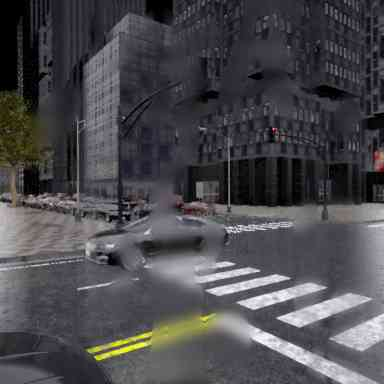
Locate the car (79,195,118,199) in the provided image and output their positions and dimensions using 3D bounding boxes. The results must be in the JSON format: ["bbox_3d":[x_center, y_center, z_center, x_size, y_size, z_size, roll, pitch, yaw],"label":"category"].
[{"bbox_3d":[-10.022,1.389,35.425,2.128,1.511,4.902,0,0,-37],"label":"car"}]

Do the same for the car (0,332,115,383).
[{"bbox_3d":[-2.709,1.505,1.488,4.892,1.490,1.837,0,0,-37],"label":"car"}]

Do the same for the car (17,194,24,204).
[{"bbox_3d":[-26.428,1.418,52.936,1.947,1.339,4.313,0,0,-37],"label":"car"}]

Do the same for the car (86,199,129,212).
[{"bbox_3d":[-6.280,1.511,25.751,1.947,1.339,4.313,0,0,-37],"label":"car"}]

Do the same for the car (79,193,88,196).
[{"bbox_3d":[-16.217,1.363,53.476,1.887,1.381,4.507,0,0,-37],"label":"car"}]

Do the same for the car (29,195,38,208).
[{"bbox_3d":[-19.712,1.459,43.874,1.802,1.307,4.206,0,0,-37],"label":"car"}]

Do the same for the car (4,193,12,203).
[{"bbox_3d":[-33.144,1.377,61.998,1.887,1.381,4.507,0,0,-37],"label":"car"}]

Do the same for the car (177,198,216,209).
[{"bbox_3d":[0.570,1.481,30.825,1.802,1.307,4.206,0,0,-37],"label":"car"}]

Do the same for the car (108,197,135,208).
[{"bbox_3d":[-9.502,1.411,44.415,1.947,1.339,4.313,0,0,-37],"label":"car"}]

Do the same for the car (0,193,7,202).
[{"bbox_3d":[-36.502,1.138,66.528,2.192,1.841,5.009,0,0,-37],"label":"car"}]

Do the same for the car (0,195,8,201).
[{"bbox_3d":[-43.217,1.387,75.590,1.802,1.307,4.206,0,0,-37],"label":"car"}]

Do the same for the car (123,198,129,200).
[{"bbox_3d":[-6.145,1.428,39.886,1.947,1.339,4.313,0,0,-37],"label":"car"}]

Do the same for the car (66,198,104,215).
[{"bbox_3d":[-9.639,1.491,30.282,1.947,1.339,4.313,0,0,-37],"label":"car"}]

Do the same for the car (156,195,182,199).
[{"bbox_3d":[-2.788,1.194,35.355,2.192,1.841,5.009,0,0,-37],"label":"car"}]

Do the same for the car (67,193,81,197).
[{"bbox_3d":[-19.576,1.122,58.006,2.192,1.841,5.009,0,0,-37],"label":"car"}]

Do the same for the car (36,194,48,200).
[{"bbox_3d":[-36.463,1.285,80.794,1.752,1.417,4.829,0,0,-37],"label":"car"}]

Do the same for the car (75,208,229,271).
[{"bbox_3d":[-0.992,1.492,10.977,4.902,1.511,2.128,0,0,-36],"label":"car"}]

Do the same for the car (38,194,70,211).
[{"bbox_3d":[-16.354,1.331,39.342,1.967,1.590,4.097,0,0,-37],"label":"car"}]

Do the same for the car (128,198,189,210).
[{"bbox_3d":[-2.702,1.485,25.605,2.033,1.411,5.357,0,0,-34],"label":"car"}]

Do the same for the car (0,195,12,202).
[{"bbox_3d":[-39.860,1.379,71.060,1.947,1.339,4.313,0,0,-37],"label":"car"}]

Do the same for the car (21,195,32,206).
[{"bbox_3d":[-22.968,1.390,48.268,1.752,1.417,4.829,0,0,-37],"label":"car"}]

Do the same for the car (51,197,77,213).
[{"bbox_3d":[-12.996,1.489,34.813,1.802,1.307,4.206,0,0,-37],"label":"car"}]
